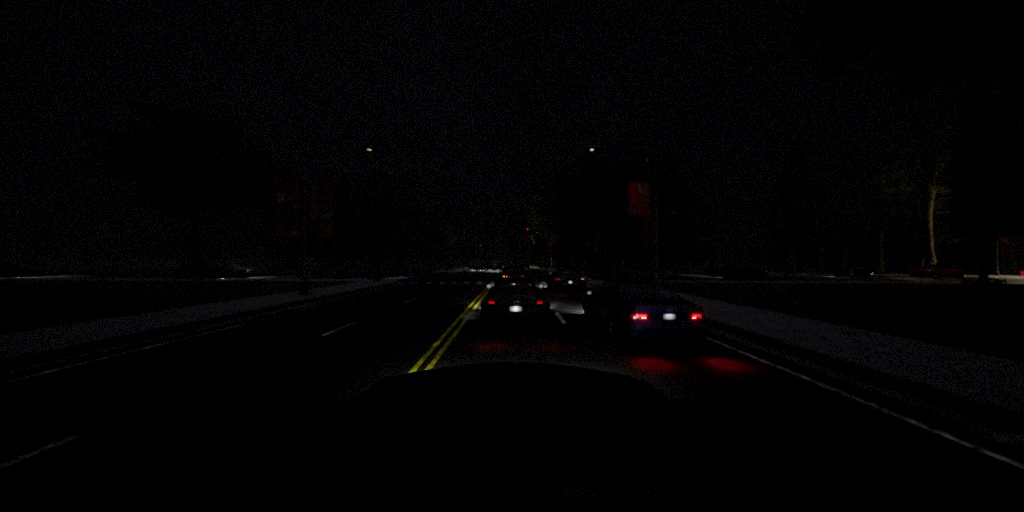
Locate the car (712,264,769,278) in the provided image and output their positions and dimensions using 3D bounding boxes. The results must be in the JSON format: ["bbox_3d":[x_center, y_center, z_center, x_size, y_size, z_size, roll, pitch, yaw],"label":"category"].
[{"bbox_3d":[27.082,1.807,42.239,5.357,1.411,2.033,0,0,0],"label":"car"}]

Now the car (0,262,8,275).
[{"bbox_3d":[-53.156,1.233,34.927,4.553,1.767,2.097,0,0,0],"label":"car"}]

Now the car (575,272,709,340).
[{"bbox_3d":[3.349,1.358,10.137,2.033,1.411,5.357,0,0,0],"label":"car"}]

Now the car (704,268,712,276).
[{"bbox_3d":[27.059,1.792,45.481,4.892,1.490,1.837,0,0,0],"label":"car"}]

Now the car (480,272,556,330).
[{"bbox_3d":[0.098,1.384,11.444,1.994,1.385,4.181,0,-1,0],"label":"car"}]

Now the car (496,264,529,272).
[{"bbox_3d":[0.086,1.432,23.623,1.837,1.490,4.892,0,-1,0],"label":"car"}]

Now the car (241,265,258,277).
[{"bbox_3d":[-29.810,1.500,38.327,4.674,1.442,1.812,0,0,-1],"label":"car"}]

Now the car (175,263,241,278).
[{"bbox_3d":[-29.961,1.450,35.073,4.892,1.490,1.837,0,0,-1],"label":"car"}]

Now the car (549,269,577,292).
[{"bbox_3d":[3.346,1.485,22.608,1.994,1.385,4.181,0,-1,0],"label":"car"}]

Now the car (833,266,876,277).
[{"bbox_3d":[43.472,1.959,45.576,4.181,1.385,1.994,0,0,0],"label":"car"}]
